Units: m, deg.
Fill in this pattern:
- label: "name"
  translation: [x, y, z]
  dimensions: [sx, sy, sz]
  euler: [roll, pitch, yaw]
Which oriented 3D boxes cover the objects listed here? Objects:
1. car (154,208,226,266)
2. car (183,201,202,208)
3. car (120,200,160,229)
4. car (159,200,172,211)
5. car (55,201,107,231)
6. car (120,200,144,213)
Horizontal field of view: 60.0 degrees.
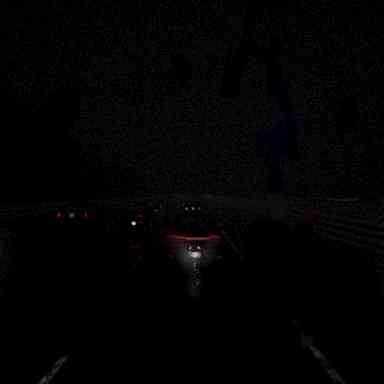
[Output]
- label: "car"
  translation: [0.088, 1.517, 11.609]
  dimensions: [2.128, 1.511, 4.902]
  euler: [0, 0, 0]
- label: "car"
  translation: [0.088, 1.635, 34.117]
  dimensions: [2.033, 1.411, 5.357]
  euler: [0, 0, 0]
- label: "car"
  translation: [-3.407, 1.555, 21.851]
  dimensions: [1.837, 1.490, 4.892]
  euler: [0, 1, 0]
- label: "car"
  translation: [-3.412, 1.666, 38.979]
  dimensions: [1.994, 1.385, 4.181]
  euler: [0, 0, 0]
- label: "car"
  translation: [-6.910, 1.379, 21.267]
  dimensions: [2.097, 1.767, 4.553]
  euler: [0, 0, 0]
- label: "car"
  translation: [-6.912, 1.665, 38.607]
  dimensions: [1.994, 1.385, 4.181]
  euler: [0, 0, 0]
